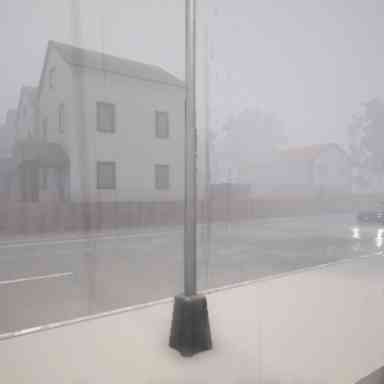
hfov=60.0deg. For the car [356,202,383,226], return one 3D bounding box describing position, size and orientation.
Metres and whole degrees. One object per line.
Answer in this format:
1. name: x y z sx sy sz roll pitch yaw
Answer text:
1. car: 13.576 1.460 23.487 5.008 1.535 1.882 0 0 -35
